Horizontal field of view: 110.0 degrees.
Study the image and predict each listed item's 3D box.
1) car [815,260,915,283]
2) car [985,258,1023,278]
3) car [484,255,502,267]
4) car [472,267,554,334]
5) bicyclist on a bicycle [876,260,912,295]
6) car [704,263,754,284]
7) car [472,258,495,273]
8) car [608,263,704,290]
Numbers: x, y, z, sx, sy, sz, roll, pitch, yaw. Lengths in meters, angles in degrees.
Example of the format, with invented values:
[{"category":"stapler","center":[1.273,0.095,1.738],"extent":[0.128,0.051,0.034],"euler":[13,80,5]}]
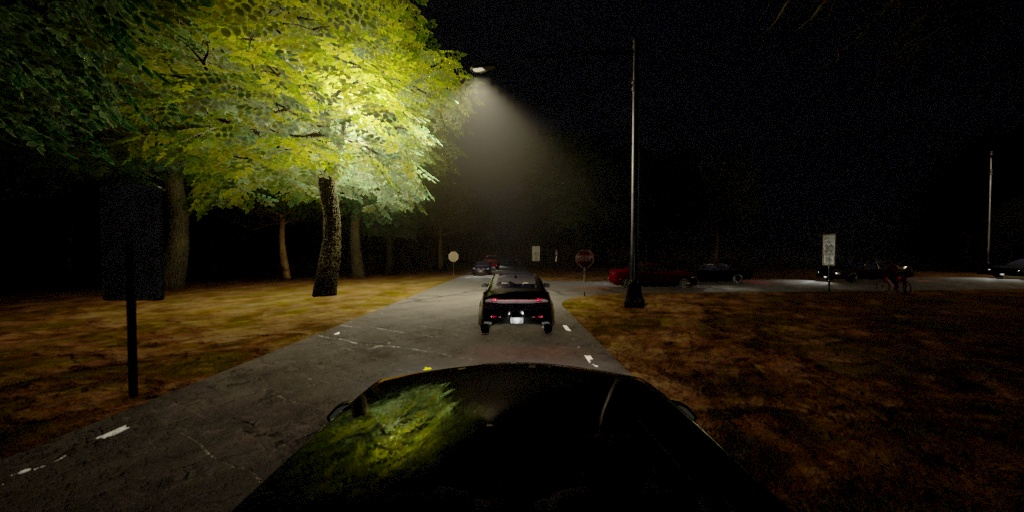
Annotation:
[{"category":"car","center":[23.523,0.970,23.958],"extent":[5.357,1.411,2.033],"euler":[-1,1,-2]},{"category":"car","center":[36.013,0.856,24.648],"extent":[5.357,1.411,2.033],"euler":[0,1,-5]},{"category":"car","center":[-3.010,0.875,50.905],"extent":[2.150,2.045,5.566],"euler":[0,0,0]},{"category":"car","center":[0.112,1.240,10.558],"extent":[2.128,1.511,4.902],"euler":[0,0,0]},{"category":"bicyclist on a bicycle","center":[18.569,1.047,17.485],"extent":[0.582,1.620,1.656],"euler":[-1,0,0]},{"category":"car","center":[13.272,1.154,24.057],"extent":[4.718,1.301,1.895],"euler":[-1,1,2]},{"category":"car","center":[-3.042,1.219,37.172],"extent":[1.812,1.442,4.674],"euler":[1,0,0]},{"category":"car","center":[8.312,1.148,21.430],"extent":[5.008,1.535,1.882],"euler":[-1,2,7]}]
